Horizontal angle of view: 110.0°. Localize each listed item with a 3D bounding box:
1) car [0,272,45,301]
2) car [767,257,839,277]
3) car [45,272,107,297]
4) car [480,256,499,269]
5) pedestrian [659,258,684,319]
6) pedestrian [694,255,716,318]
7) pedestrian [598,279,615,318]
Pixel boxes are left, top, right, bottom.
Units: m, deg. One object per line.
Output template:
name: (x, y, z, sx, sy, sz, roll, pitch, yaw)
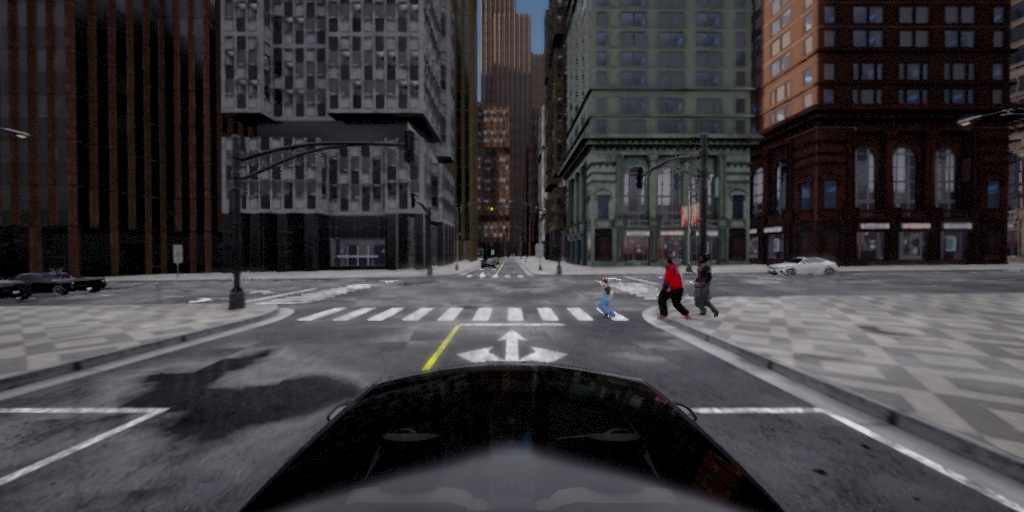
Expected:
car: (-26.270, 1.494, 17.194, 5.008, 1.535, 1.882, -1, 1, 0)
car: (21.983, 0.796, 27.167, 4.674, 1.442, 1.812, -1, 1, 0)
car: (-26.296, 1.583, 20.445, 4.718, 1.301, 1.895, -1, 1, 0)
car: (-3.188, 0.954, 48.485, 1.837, 1.490, 4.892, 0, 0, 0)
pedestrian: (4.421, 0.850, 9.952, 0.375, 1.860, 0.375, 0, 1, 0)
pedestrian: (5.639, 0.843, 10.550, 0.375, 1.860, 0.375, 0, 1, 0)
pedestrian: (2.983, 1.269, 11.153, 0.375, 1.300, 0.375, 0, 1, 0)
